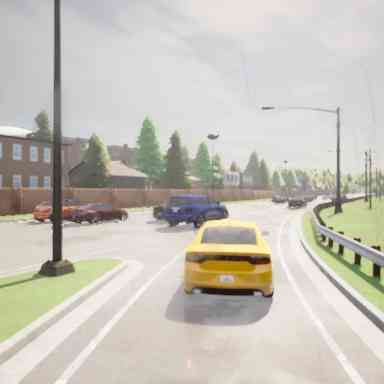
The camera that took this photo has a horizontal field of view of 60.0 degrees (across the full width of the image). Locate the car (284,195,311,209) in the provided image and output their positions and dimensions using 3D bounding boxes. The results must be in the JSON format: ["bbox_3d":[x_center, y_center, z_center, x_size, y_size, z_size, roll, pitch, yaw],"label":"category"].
[{"bbox_3d":[14.331,1.446,44.910,1.837,1.490,4.892,0,0,29],"label":"car"}]

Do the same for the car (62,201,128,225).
[{"bbox_3d":[-6.608,1.496,23.820,1.812,1.442,4.674,0,0,31],"label":"car"}]

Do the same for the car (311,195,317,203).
[{"bbox_3d":[22.789,1.420,66.024,1.837,1.490,4.892,0,0,31],"label":"car"}]

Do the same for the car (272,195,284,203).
[{"bbox_3d":[17.500,1.517,64.009,1.895,1.301,4.718,0,0,31],"label":"car"}]

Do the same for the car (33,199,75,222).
[{"bbox_3d":[-9.645,1.320,25.565,2.097,1.767,4.553,0,0,31],"label":"car"}]

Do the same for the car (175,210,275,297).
[{"bbox_3d":[0.998,1.466,8.667,1.882,1.535,5.008,0,0,8],"label":"car"}]

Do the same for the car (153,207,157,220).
[{"bbox_3d":[-1.063,1.444,26.260,1.882,1.535,5.008,0,0,31],"label":"car"}]

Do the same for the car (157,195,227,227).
[{"bbox_3d":[0.400,1.195,21.896,2.150,2.045,5.566,0,0,31],"label":"car"}]

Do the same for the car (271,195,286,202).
[{"bbox_3d":[19.257,1.428,73.931,1.812,1.442,4.674,0,0,31],"label":"car"}]

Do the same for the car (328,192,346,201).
[{"bbox_3d":[34.157,1.435,78.366,2.033,1.411,5.357,0,0,31],"label":"car"}]
